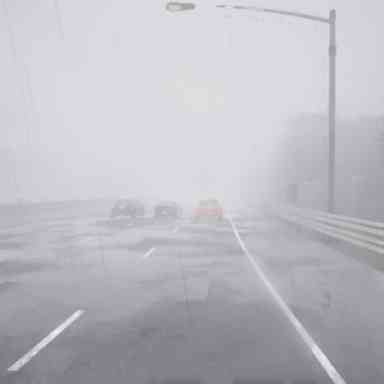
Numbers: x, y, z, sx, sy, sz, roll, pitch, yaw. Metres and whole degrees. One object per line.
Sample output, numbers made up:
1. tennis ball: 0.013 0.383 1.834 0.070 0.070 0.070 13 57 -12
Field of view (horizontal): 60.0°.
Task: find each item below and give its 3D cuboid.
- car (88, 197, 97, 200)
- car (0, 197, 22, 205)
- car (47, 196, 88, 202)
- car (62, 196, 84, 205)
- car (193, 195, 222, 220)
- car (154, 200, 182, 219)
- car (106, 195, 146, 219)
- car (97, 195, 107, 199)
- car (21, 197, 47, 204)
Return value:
1. car: -17.134 1.477 58.090 1.895 1.301 4.718 0 0 5
2. car: -22.038 1.361 41.661 1.837 1.490 4.892 0 0 5
3. car: -15.101 1.447 40.669 2.033 1.411 5.357 0 0 5
4. car: -20.660 1.380 57.900 1.812 1.442 4.674 0 0 5
5. car: 1.509 1.360 28.455 2.097 1.767 4.553 0 0 5
6. car: -1.976 1.464 28.795 1.882 1.535 5.008 0 0 5
7. car: -5.467 1.316 29.031 2.097 1.767 4.553 0 0 5
8. car: -13.784 1.250 56.309 2.097 1.767 4.553 0 0 5
9. car: -18.524 1.425 41.649 2.033 1.411 5.357 0 0 5
